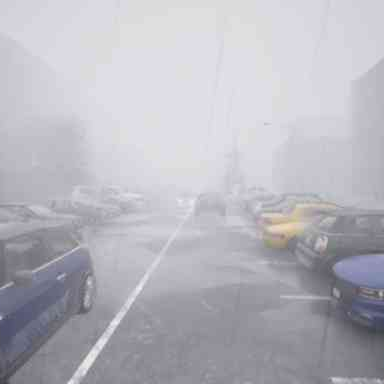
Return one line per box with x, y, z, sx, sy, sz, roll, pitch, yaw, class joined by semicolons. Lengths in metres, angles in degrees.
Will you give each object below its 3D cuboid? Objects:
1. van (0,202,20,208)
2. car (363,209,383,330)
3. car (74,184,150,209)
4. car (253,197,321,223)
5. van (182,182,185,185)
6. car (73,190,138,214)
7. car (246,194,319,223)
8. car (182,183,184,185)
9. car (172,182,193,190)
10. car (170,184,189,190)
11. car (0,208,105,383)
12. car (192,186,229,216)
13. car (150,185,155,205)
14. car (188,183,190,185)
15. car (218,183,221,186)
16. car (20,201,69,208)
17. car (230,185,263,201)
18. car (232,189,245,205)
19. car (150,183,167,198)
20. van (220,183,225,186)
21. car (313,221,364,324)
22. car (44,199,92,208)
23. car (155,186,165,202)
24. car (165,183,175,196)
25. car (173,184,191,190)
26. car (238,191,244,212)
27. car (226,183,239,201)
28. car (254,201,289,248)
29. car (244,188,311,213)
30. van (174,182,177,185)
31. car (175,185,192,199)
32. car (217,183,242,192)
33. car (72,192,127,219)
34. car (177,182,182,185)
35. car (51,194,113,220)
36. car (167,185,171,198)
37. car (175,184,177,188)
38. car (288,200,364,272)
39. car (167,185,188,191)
-7.154;1.083;8.469;4.442;1.987;1.878;0;1;3;van
4.733;1.227;2.500;5.566;2.045;2.435;0;1;3;car
-6.359;0.519;25.200;5.566;2.045;2.435;0;2;3;car
5.559;1.173;14.130;5.366;1.575;1.946;0;2;3;car
-4.211;-0.723;64.232;4.442;1.987;1.878;0;2;3;van
-6.530;0.861;22.420;5.008;1.535;2.097;0;2;3;car
5.542;1.077;17.196;4.892;1.521;2.231;0;2;3;car
-4.477;-0.403;61.332;5.008;1.535;2.097;0;2;3;car
-2.680;-1.745;94.907;5.566;2.045;2.435;0;2;3;car
-3.180;-1.193;86.554;4.792;1.488;2.163;0;2;3;car
-2.911;1.288;4.332;2.097;1.767;4.553;0;1;3;car
1.337;0.695;24.479;2.097;1.767;4.553;0;2;3;car
-6.132;0.468;30.659;4.553;1.767;2.185;0;2;3;car
-3.777;-0.955;78.197;5.366;1.575;1.946;0;2;3;car
2.205;0.157;40.998;2.097;1.767;4.553;0;2;3;car
-7.131;1.224;11.271;4.892;1.521;2.231;0;2;3;car
6.279;0.474;31.857;4.553;1.767;2.185;0;2;3;car
6.152;0.735;28.928;4.674;1.452;2.002;0;2;3;car
-5.684;0.192;39.149;4.553;1.767;2.185;0;2;3;car
8.706;-1.028;75.016;4.442;1.987;1.878;0;2;3;van
4.921;1.430;5.443;5.008;1.535;2.097;0;1;3;car
-6.979;1.173;14.057;4.674;1.452;2.002;0;2;3;car
-5.770;0.438;36.360;4.792;1.488;2.163;0;2;3;car
-5.180;-0.080;47.510;4.553;1.767;2.185;0;2;3;car
-2.827;-1.374;92.128;4.792;1.488;2.163;0;2;3;car
5.867;0.919;22.936;4.792;1.488;2.163;0;2;3;car
6.487;0.257;34.657;5.566;2.045;2.435;0;2;3;car
5.034;1.266;11.215;5.366;1.575;1.946;0;2;3;car
5.715;0.859;19.998;4.553;1.767;2.185;0;2;3;car
-5.033;-0.362;53.091;4.442;1.987;1.878;0;2;3;van
-0.758;0.157;45.355;1.837;1.490;4.892;0;2;3;car
8.764;-1.144;77.806;5.566;2.045;2.435;0;2;3;car
-6.689;0.953;19.633;4.892;1.521;2.231;0;2;3;car
-4.652;-0.442;58.665;4.553;1.767;2.185;0;2;3;car
-6.830;1.047;16.720;4.892;1.521;2.231;0;2;3;car
-5.535;0.256;41.942;4.792;1.488;2.163;0;2;3;car
-5.092;-0.015;50.305;4.792;1.488;2.163;0;2;3;car
5.034;1.235;8.267;4.553;1.767;2.185;0;2;3;car
-3.474;-1.012;80.977;4.792;1.488;2.163;0;2;3;car
